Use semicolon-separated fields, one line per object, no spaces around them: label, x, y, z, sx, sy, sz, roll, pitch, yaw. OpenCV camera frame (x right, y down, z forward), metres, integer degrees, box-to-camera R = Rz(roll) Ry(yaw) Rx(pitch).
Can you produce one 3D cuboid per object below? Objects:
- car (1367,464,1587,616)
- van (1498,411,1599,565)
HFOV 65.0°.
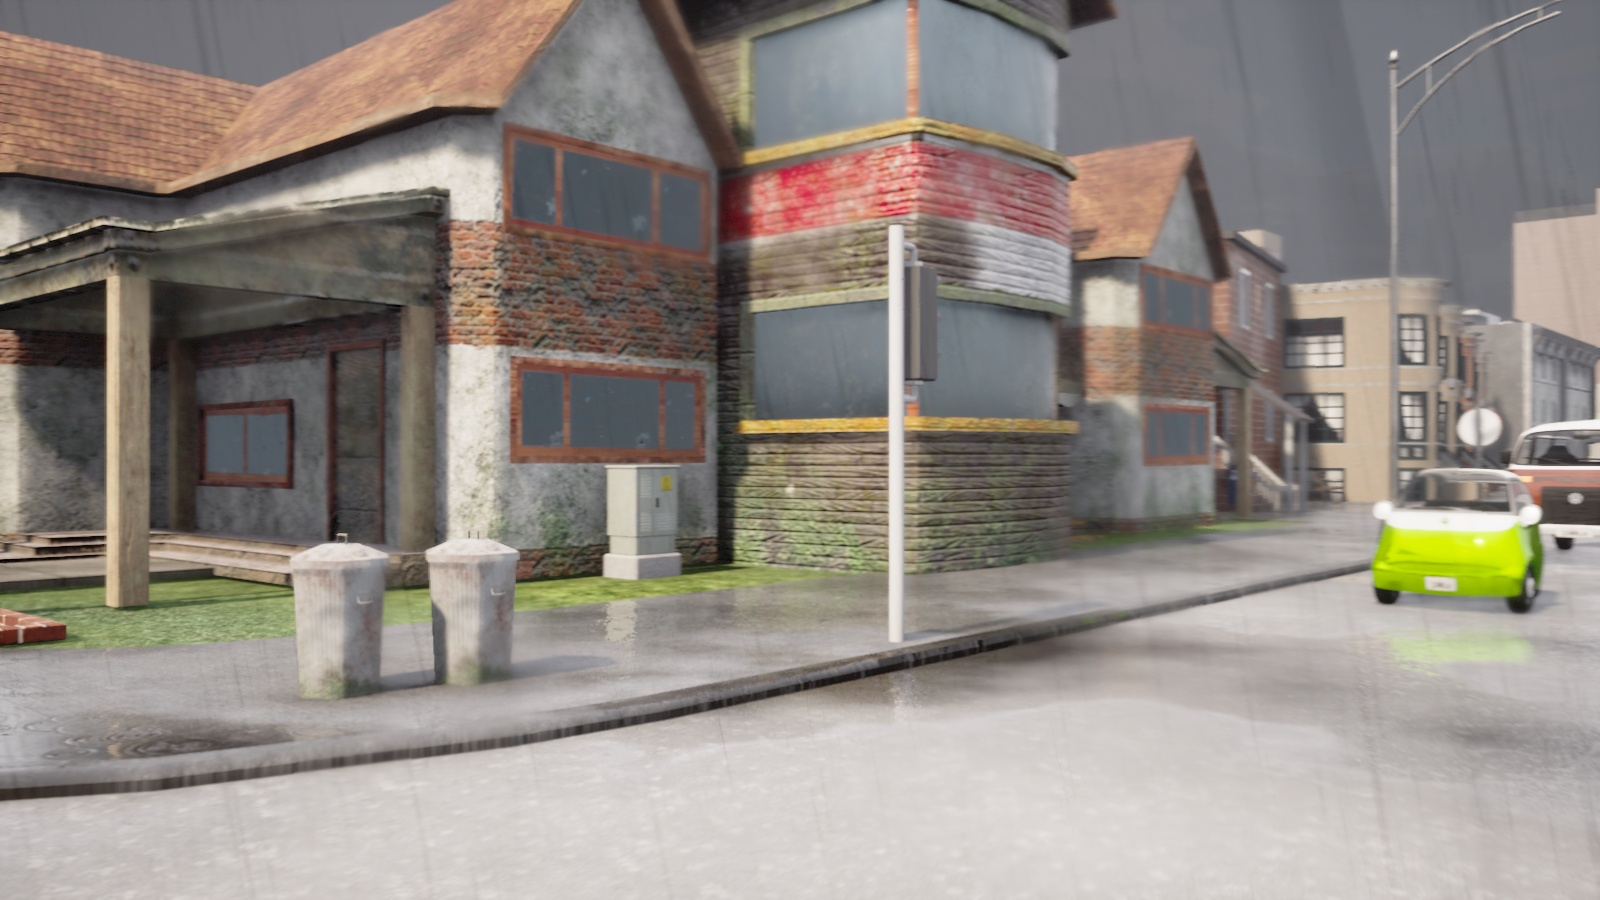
car;6.896;0.836;12.738;1.481;1.376;2.207;0;-1;42
van;11.962;0.512;18.414;2.069;2.038;4.480;0;0;42
